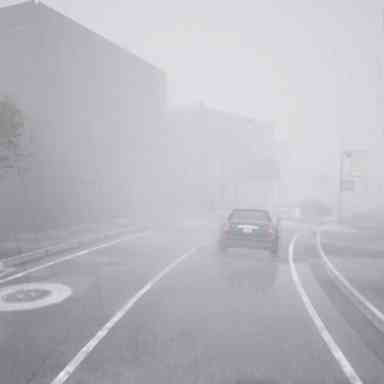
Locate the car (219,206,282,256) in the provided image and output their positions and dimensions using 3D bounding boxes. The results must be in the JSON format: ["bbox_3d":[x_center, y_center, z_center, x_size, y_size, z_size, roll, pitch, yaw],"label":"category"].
[{"bbox_3d":[2.525,1.337,13.520,2.097,1.767,4.553,2,1,16],"label":"car"}]

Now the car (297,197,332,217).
[{"bbox_3d":[11.688,1.523,31.010,1.994,1.385,4.181,4,2,34],"label":"car"}]
